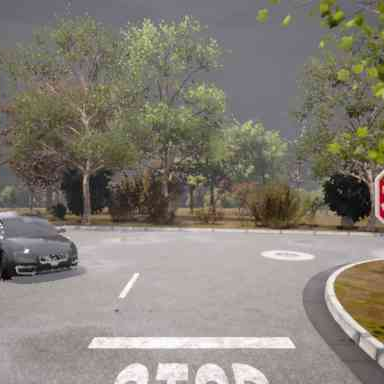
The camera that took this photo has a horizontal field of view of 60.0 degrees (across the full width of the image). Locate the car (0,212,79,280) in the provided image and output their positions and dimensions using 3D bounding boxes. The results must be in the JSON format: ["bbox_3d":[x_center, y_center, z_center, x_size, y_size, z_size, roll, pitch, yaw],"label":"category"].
[{"bbox_3d":[-5.203,1.439,10.082,4.892,1.490,1.837,4,1,44],"label":"car"}]
